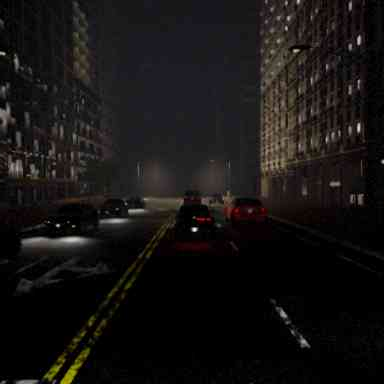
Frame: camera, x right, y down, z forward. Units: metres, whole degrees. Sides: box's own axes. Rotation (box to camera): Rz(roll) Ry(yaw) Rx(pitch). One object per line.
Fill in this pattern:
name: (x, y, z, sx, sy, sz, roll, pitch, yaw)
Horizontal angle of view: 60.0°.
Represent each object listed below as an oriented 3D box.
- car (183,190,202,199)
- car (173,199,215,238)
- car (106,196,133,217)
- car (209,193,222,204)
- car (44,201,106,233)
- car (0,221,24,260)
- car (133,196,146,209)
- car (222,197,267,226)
car: (0.050, 0.739, 40.834, 2.150, 2.045, 5.566, -1, 1, 0)
car: (0.112, 1.334, 16.761, 1.837, 1.490, 4.892, -1, 1, 0)
car: (-6.546, 1.272, 28.043, 1.812, 1.442, 4.674, -1, 1, 0)
car: (3.366, 0.922, 47.323, 1.812, 1.442, 4.674, -1, 1, 0)
car: (-6.583, 1.373, 18.751, 1.837, 1.490, 4.892, -1, 1, 0)
car: (-6.591, 1.513, 9.483, 1.812, 1.442, 4.674, -1, 1, 0)
car: (-6.463, 1.179, 38.031, 1.994, 1.385, 4.181, -1, 1, 0)
car: (3.367, 1.090, 21.395, 2.097, 1.767, 4.553, -1, 1, 0)
